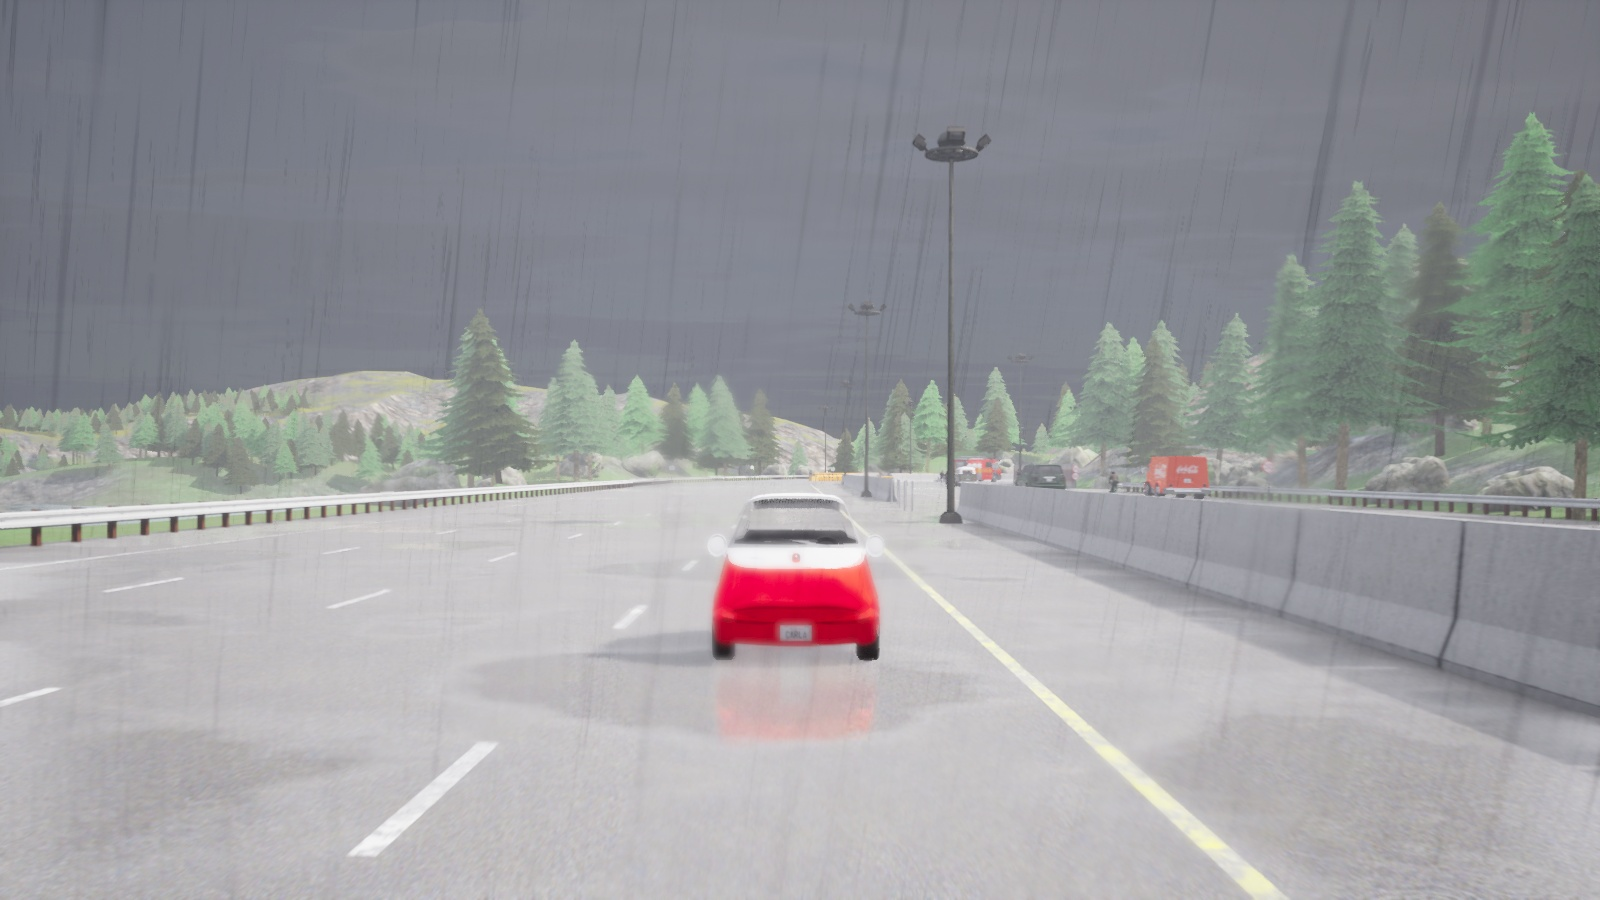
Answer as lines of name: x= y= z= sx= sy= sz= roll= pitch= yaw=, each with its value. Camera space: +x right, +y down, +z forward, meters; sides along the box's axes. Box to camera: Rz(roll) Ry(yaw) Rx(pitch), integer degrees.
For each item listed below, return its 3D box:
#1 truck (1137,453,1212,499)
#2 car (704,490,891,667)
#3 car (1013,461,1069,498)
truck: x=20.834 y=1.419 z=70.081 sx=2.627 sy=2.467 sz=5.204 roll=0 pitch=-1 yaw=0
car: x=-0.025 y=1.055 z=11.085 sx=1.481 sy=1.376 sz=2.207 roll=0 pitch=-1 yaw=0
car: x=13.830 y=1.692 z=72.385 sx=2.150 sy=2.045 sz=5.566 roll=0 pitch=-1 yaw=0
